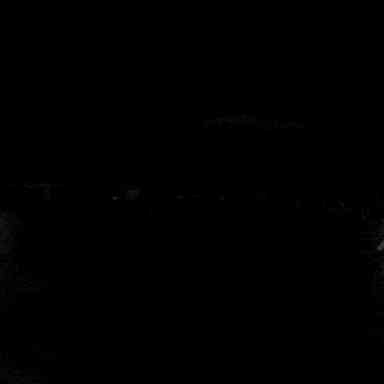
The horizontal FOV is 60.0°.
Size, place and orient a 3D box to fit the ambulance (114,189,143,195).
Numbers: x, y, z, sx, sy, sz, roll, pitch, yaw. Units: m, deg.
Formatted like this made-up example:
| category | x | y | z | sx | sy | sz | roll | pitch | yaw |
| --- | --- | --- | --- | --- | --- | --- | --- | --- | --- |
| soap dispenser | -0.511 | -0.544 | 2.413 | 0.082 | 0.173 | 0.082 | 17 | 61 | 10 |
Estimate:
| category | x | y | z | sx | sy | sz | roll | pitch | yaw |
| --- | --- | --- | --- | --- | --- | --- | --- | --- | --- |
| ambulance | -10.757 | 0.788 | 54.085 | 2.351 | 2.431 | 6.366 | 1 | 0 | 35 |

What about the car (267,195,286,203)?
| category | x | y | z | sx | sy | sz | roll | pitch | yaw |
| --- | --- | --- | --- | --- | --- | --- | --- | --- | --- |
| car | 15.871 | 1.321 | 61.627 | 3.633 | 1.501 | 1.845 | 1 | 0 | 35 |

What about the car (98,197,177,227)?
| category | x | y | z | sx | sy | sz | roll | pitch | yaw |
| --- | --- | --- | --- | --- | --- | --- | --- | --- | --- |
| car | -3.504 | 1.328 | 20.991 | 4.514 | 1.523 | 2.007 | 1 | 0 | 35 |

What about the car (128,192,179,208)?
| category | x | y | z | sx | sy | sz | roll | pitch | yaw |
| --- | --- | --- | --- | --- | --- | --- | --- | --- | --- |
| car | -3.701 | 1.104 | 33.477 | 5.027 | 1.636 | 2.152 | 1 | 0 | 35 |

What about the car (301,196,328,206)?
| category | x | y | z | sx | sy | sz | roll | pitch | yaw |
| --- | --- | --- | --- | --- | --- | --- | --- | --- | --- |
| car | 20.207 | 1.412 | 54.909 | 3.806 | 1.475 | 1.970 | 1 | 0 | 35 |

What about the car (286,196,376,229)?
| category | x | y | z | sx | sy | sz | roll | pitch | yaw |
| --- | --- | --- | --- | --- | --- | --- | --- | --- | --- |
| car | 8.679 | 1.236 | 20.876 | 4.605 | 1.855 | 1.932 | 1 | 0 | 35 |

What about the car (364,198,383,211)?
| category | x | y | z | sx | sy | sz | roll | pitch | yaw |
| --- | --- | --- | --- | --- | --- | --- | --- | --- | --- |
| car | 22.256 | 1.466 | 38.770 | 3.633 | 1.501 | 1.845 | 1 | 0 | 35 |

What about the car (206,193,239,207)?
| category | x | y | z | sx | sy | sz | roll | pitch | yaw |
| --- | --- | --- | --- | --- | --- | --- | --- | --- | --- |
| car | 3.688 | 1.027 | 43.922 | 3.866 | 1.878 | 1.905 | 1 | 0 | 35 |

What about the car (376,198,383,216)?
| category | x | y | z | sx | sy | sz | roll | pitch | yaw |
| --- | --- | --- | --- | --- | --- | --- | --- | --- | --- |
| car | 16.451 | 1.444 | 30.636 | 4.514 | 1.523 | 2.007 | 1 | 0 | 35 |

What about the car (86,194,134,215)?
| category | x | y | z | sx | sy | sz | roll | pitch | yaw |
| --- | --- | --- | --- | --- | --- | --- | --- | --- | --- |
| car | -7.143 | 1.186 | 28.051 | 3.806 | 1.475 | 1.970 | 1 | 0 | 35 |

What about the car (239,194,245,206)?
| category | x | y | z | sx | sy | sz | roll | pitch | yaw |
| --- | --- | --- | --- | --- | --- | --- | --- | --- | --- |
| car | 5.029 | 1.043 | 46.533 | 4.605 | 1.855 | 1.932 | 1 | 0 | 35 |
